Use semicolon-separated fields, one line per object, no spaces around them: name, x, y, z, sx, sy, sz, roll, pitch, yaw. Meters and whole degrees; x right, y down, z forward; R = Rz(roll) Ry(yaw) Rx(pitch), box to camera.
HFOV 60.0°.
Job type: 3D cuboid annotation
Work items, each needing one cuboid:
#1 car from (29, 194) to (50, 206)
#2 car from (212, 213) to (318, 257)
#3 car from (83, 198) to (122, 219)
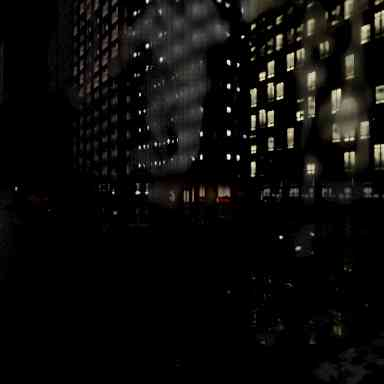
car;-20.568;1.067;44.718;1.882;1.535;5.008;0;0;-36
car;2.446;1.518;12.849;1.895;1.301;4.718;1;0;-29
car;-7.120;1.276;26.512;2.128;1.511;4.902;0;0;-37
